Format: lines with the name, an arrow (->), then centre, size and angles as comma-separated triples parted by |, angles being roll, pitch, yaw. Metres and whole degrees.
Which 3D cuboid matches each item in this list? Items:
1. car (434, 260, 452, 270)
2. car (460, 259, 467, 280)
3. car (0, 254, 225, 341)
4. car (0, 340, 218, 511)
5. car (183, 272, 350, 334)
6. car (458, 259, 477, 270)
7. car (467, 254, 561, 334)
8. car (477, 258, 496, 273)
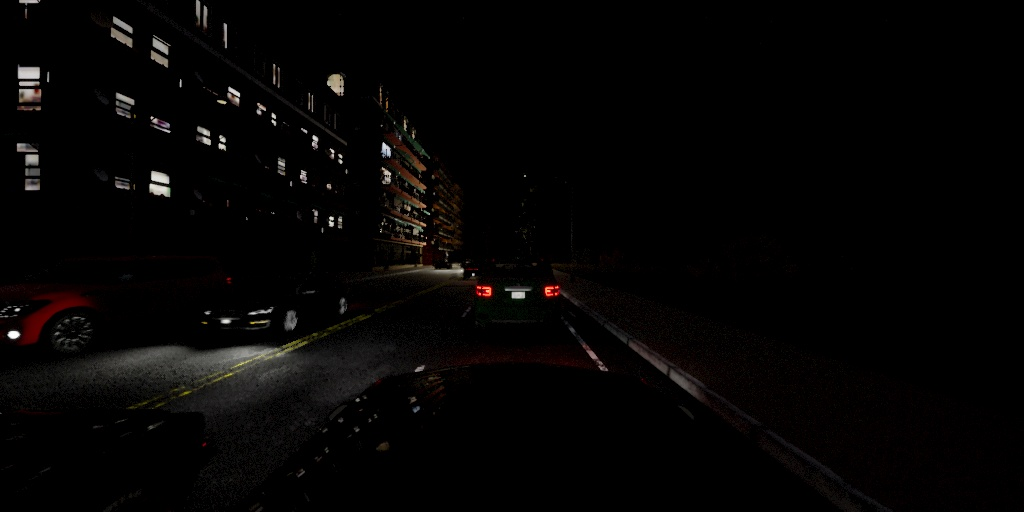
car -> -9.829, 1.317, 51.507 | 1.994, 1.385, 4.181 | 0, 0, 0
car -> -3.142, 1.259, 31.576 | 1.837, 1.490, 4.892 | 0, 0, 0
car -> -9.850, 0.973, 8.954 | 2.150, 2.045, 5.566 | 0, 0, 0
car -> -3.156, 1.350, 0.532 | 1.895, 1.301, 4.718 | 0, 0, 0
car -> -6.600, 1.256, 10.699 | 1.837, 1.490, 4.892 | 0, 0, 0
car -> -6.577, 1.245, 53.529 | 2.128, 1.511, 4.902 | 0, 0, 0
car -> 0.104, 0.973, 10.742 | 2.150, 2.045, 5.566 | 0, 0, -1
car -> -3.134, 1.106, 45.400 | 2.097, 1.767, 4.553 | 0, 0, 0
